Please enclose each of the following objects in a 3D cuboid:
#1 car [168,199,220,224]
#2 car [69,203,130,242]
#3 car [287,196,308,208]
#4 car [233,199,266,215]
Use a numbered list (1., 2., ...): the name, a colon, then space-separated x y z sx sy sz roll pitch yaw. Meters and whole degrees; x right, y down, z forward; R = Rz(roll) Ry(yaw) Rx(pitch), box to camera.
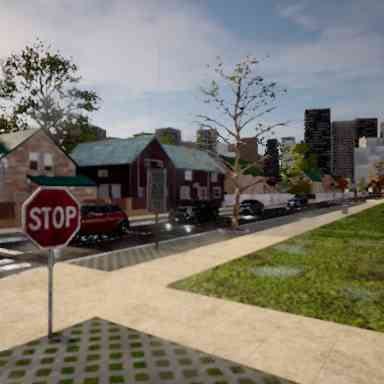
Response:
1. car: 0.206 1.324 24.846 2.097 1.767 4.553 0 0 34
2. car: -5.328 1.372 16.681 2.097 1.767 4.553 0 0 35
3. car: 14.675 1.341 46.242 2.128 1.511 4.902 0 0 34
4. car: 5.730 1.449 33.057 1.812 1.442 4.674 0 0 34
